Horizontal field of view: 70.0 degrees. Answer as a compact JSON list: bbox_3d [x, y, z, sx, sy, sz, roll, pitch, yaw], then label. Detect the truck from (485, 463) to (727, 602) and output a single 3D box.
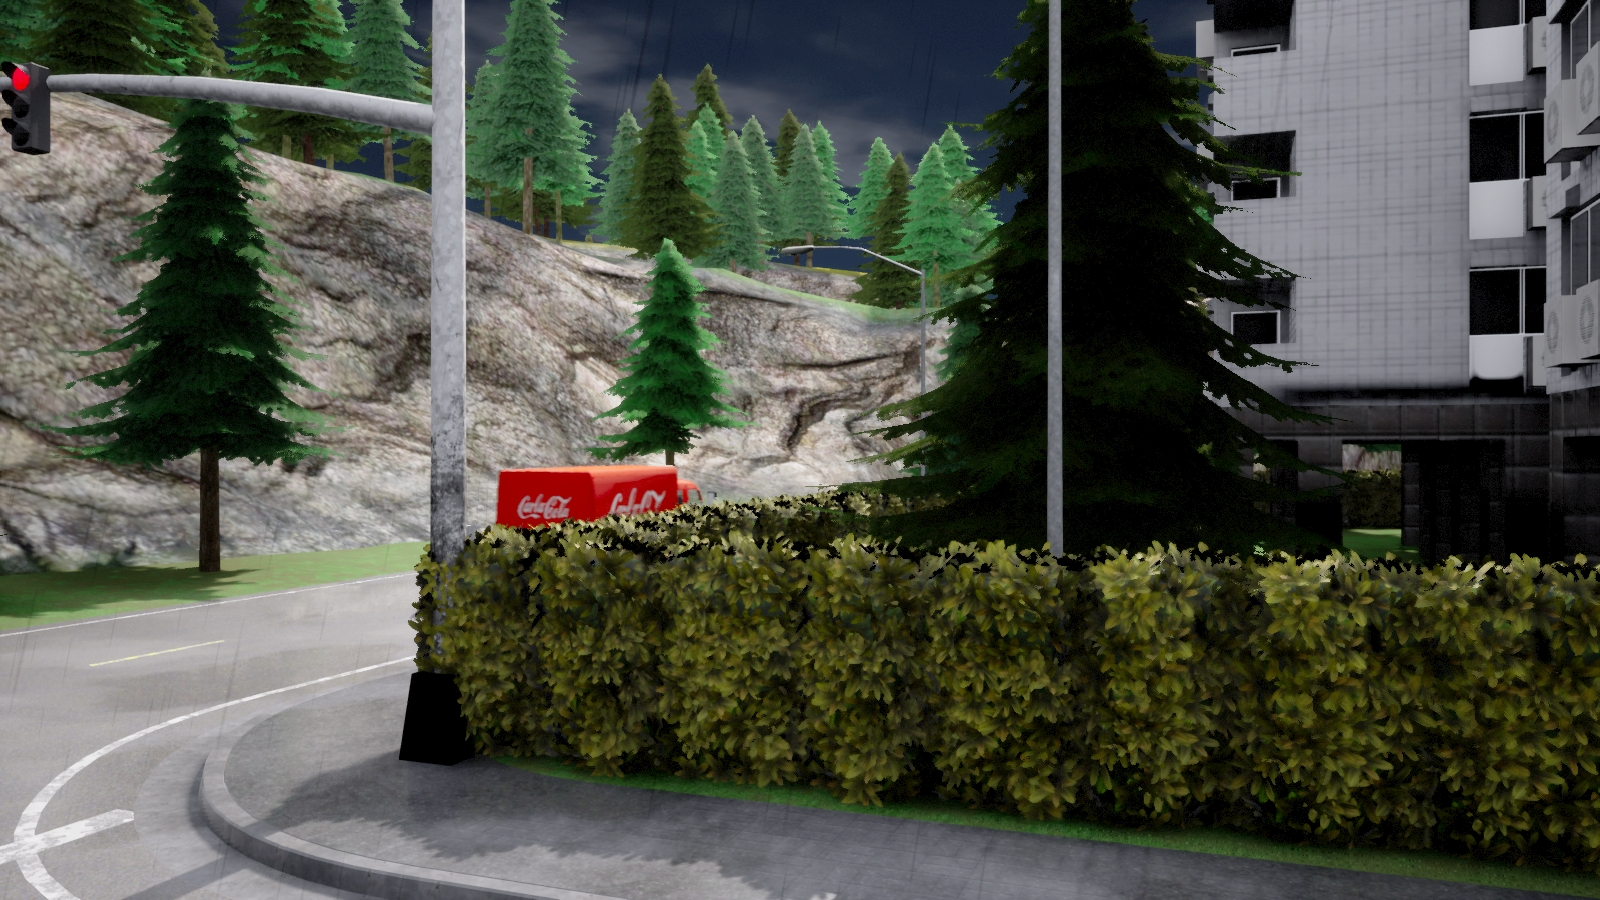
[{"bbox_3d":[-3.836,1.548,23.812,2.627,2.467,5.204,0,0,22],"label":"truck"}]
